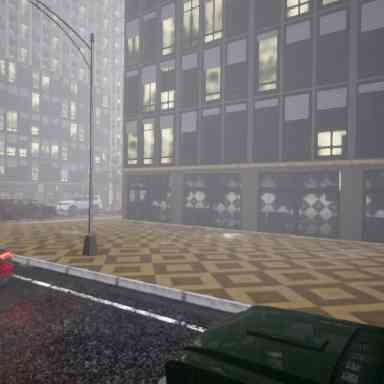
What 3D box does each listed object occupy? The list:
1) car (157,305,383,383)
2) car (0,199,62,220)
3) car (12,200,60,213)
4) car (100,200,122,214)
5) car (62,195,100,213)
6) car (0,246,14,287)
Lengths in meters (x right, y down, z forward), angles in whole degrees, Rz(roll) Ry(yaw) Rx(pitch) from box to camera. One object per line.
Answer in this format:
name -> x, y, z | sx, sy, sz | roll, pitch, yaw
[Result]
car -> 2.024, 1.601, 2.243 | 4.718, 1.301, 1.895 | 0, 0, 35
car -> -14.827, 1.535, 29.936 | 2.192, 1.841, 5.009 | 0, 0, 36
car -> -18.345, 1.663, 39.303 | 1.752, 1.417, 4.829 | 1, 0, 36
car -> -8.049, 1.846, 39.162 | 1.752, 1.417, 4.829 | 0, 0, 36
car -> -13.779, 1.436, 41.123 | 2.150, 2.045, 5.566 | 1, 0, 36
car -> -6.086, 1.527, 7.992 | 4.674, 1.442, 1.812 | 0, 0, 35
